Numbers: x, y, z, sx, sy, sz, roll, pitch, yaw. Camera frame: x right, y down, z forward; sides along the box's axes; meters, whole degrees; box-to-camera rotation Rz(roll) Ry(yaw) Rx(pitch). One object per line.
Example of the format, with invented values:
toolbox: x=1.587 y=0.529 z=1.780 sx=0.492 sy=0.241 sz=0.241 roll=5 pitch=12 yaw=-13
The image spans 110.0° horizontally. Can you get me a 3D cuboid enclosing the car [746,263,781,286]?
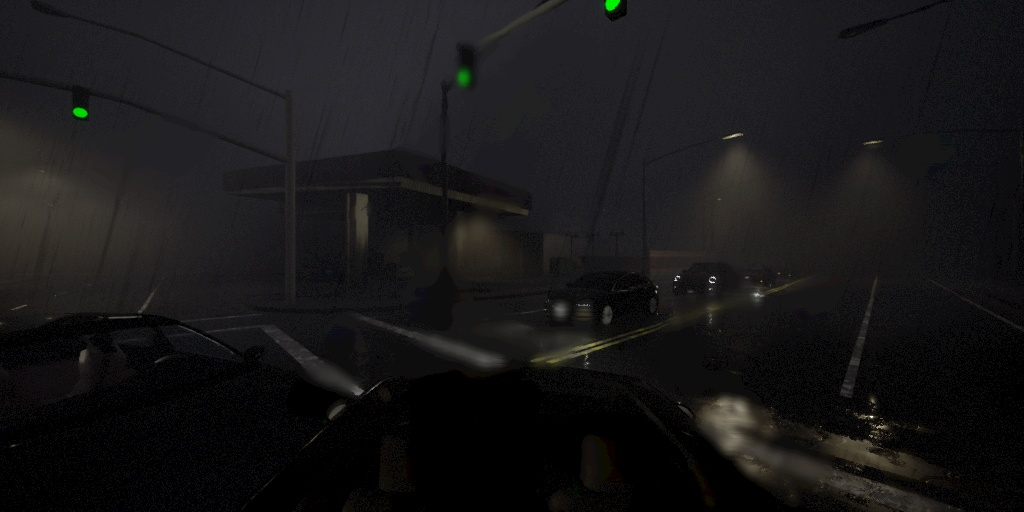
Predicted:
car: x=17.056 y=1.310 z=25.138 sx=4.181 sy=1.385 sz=1.994 roll=0 pitch=0 yaw=-45

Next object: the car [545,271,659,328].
car: x=3.069 y=1.254 z=11.608 sx=4.892 sy=1.490 sz=1.837 roll=0 pitch=0 yaw=-44

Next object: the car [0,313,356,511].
car: x=-3.379 y=1.242 z=2.693 sx=4.902 sy=1.511 sz=2.128 roll=0 pitch=0 yaw=16

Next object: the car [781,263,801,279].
car: x=24.304 y=1.309 z=32.075 sx=4.181 sy=1.385 sz=1.994 roll=0 pitch=0 yaw=-44

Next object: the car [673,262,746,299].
car: x=10.018 y=1.099 z=18.341 sx=4.553 sy=1.767 sz=2.097 roll=0 pitch=0 yaw=-44
